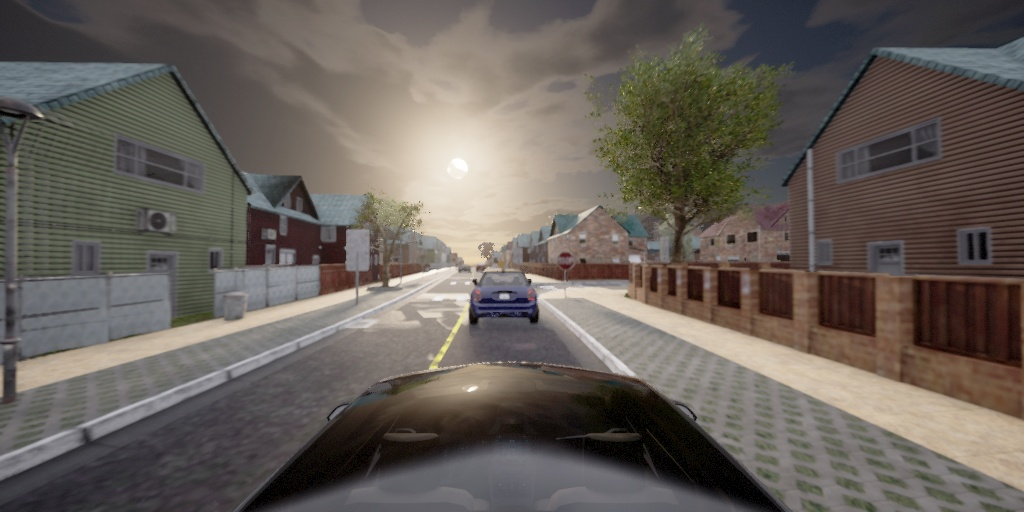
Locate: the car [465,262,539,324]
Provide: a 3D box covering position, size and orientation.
[{"bbox_3d":[-0.330,1.197,12.507,2.097,1.767,4.553,0,0,-3],"label":"car"}]

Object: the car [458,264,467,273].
[{"bbox_3d":[-7.595,1.965,57.669,1.994,1.385,4.181,0,-1,-6],"label":"car"}]

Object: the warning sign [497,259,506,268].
[{"bbox_3d":[-1.418,1.392,49.739,1.300,1.860,1.060,0,0,-6],"label":"warning sign"}]
